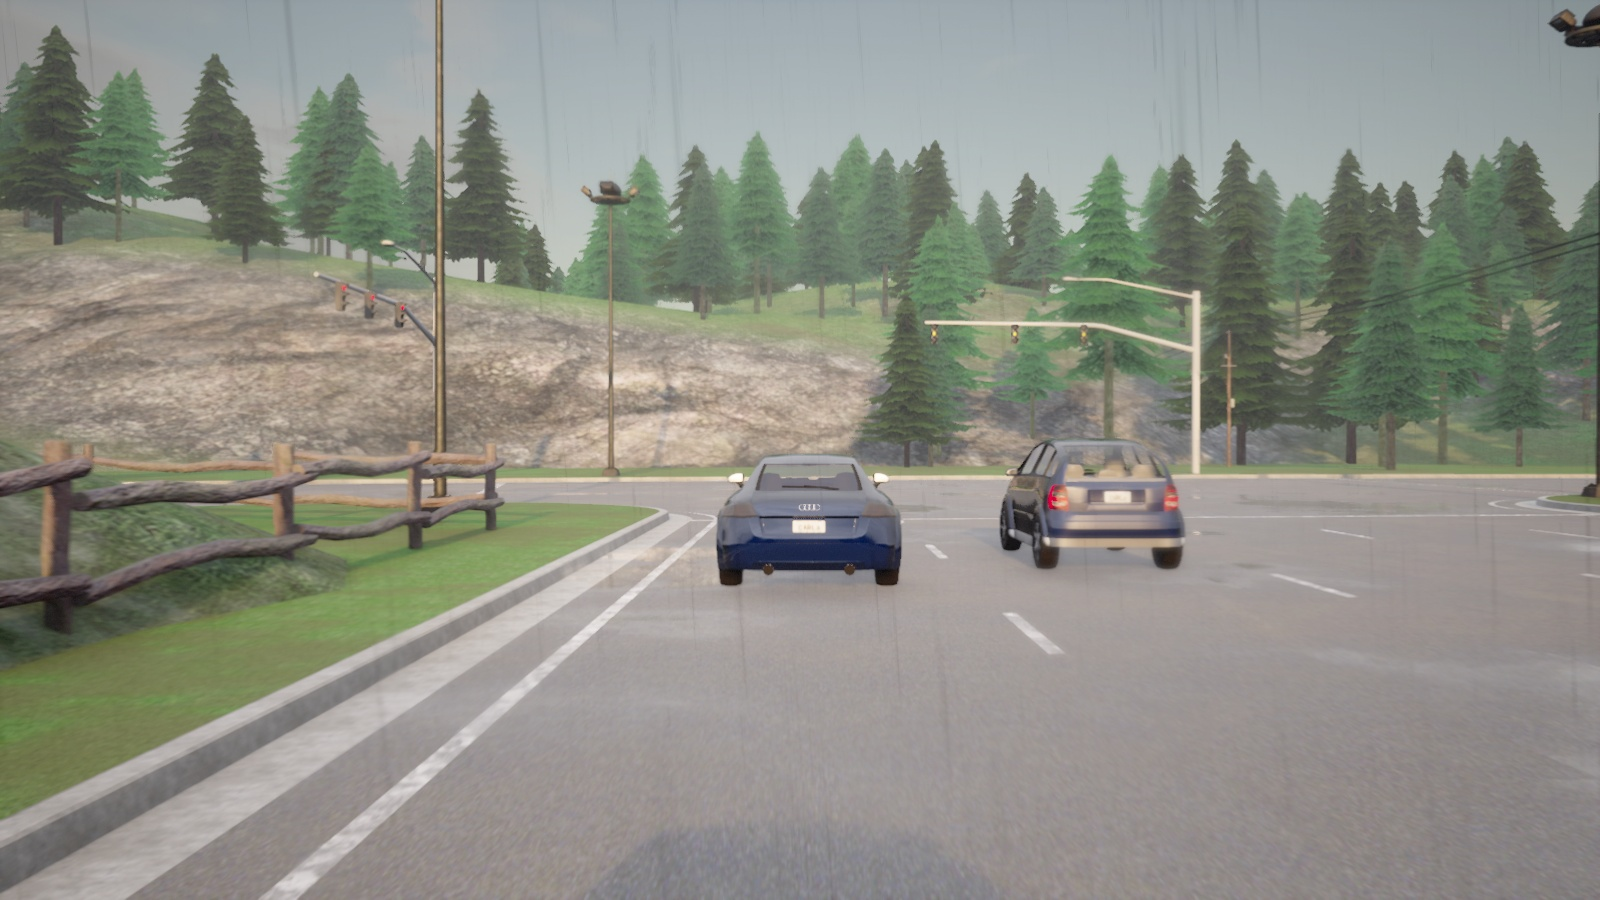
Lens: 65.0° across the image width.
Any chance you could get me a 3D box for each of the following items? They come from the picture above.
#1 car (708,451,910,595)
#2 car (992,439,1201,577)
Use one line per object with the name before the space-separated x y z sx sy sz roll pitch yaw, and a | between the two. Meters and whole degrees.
car | 0.099 0.725 14.486 1.994 1.385 4.181 0 0 0
car | 3.607 0.634 15.925 1.789 1.549 3.705 0 0 0
